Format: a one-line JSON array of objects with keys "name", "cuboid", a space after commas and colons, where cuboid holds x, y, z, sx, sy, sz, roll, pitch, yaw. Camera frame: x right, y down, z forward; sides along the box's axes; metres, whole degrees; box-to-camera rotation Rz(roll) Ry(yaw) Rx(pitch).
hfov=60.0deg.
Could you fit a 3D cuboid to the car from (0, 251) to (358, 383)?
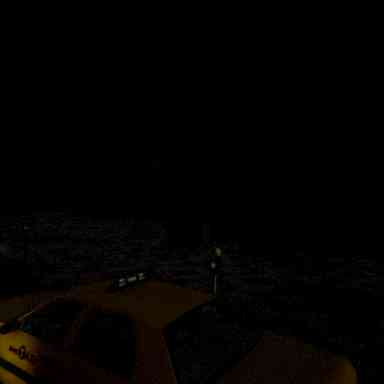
[{"name": "car", "cuboid": [-0.854, 1.525, 3.577, 4.829, 1.417, 1.752, 0, 0, 36]}]
